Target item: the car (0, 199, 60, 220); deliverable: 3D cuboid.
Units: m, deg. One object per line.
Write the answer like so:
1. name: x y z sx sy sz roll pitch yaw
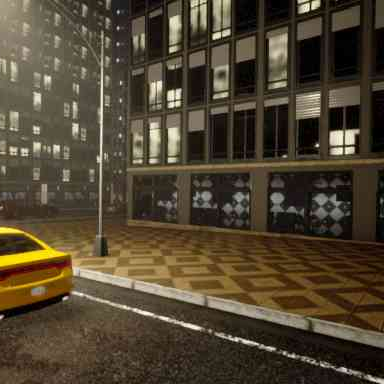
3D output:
1. car: -14.399 1.519 29.607 2.192 1.841 5.009 1 0 36

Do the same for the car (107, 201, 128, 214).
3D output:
1. car: -7.629 1.830 38.839 1.752 1.417 4.829 1 0 36

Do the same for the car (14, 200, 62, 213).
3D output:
1. car: -17.924 1.643 38.972 1.752 1.417 4.829 1 0 36

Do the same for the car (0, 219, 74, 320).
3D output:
1. car: -4.551 1.474 6.898 5.008 1.535 1.882 0 0 35

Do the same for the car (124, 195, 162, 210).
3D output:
1. car: -7.153 1.508 49.246 2.150 2.045 5.566 1 0 36
